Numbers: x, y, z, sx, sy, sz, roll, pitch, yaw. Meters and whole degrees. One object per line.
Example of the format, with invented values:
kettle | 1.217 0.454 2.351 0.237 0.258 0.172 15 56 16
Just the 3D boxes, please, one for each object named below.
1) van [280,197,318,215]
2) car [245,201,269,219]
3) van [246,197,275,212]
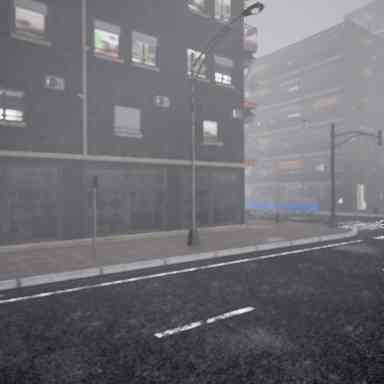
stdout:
van | 11.343 1.446 35.485 1.690 1.788 3.998 -2 0 -36
car | 4.592 1.760 30.586 1.802 1.307 4.206 -2 0 -36
van | 8.040 1.518 40.009 1.690 1.788 3.998 -2 0 -36
